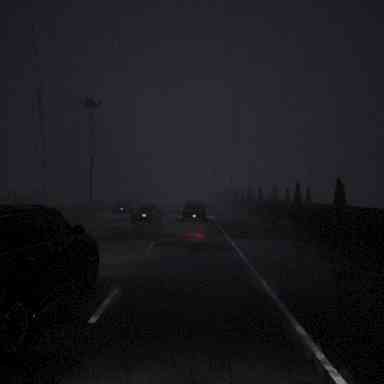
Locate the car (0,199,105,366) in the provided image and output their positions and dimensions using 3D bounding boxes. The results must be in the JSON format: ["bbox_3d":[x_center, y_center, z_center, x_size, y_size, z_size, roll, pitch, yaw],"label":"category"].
[{"bbox_3d":[-3.380,1.222,5.922,2.150,2.045,5.566,0,0,0],"label":"car"}]

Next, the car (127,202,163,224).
[{"bbox_3d":[-3.328,1.590,25.163,1.994,1.385,4.181,0,0,0],"label":"car"}]

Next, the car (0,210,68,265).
[{"bbox_3d":[-6.864,1.552,12.948,2.033,1.411,5.357,0,0,0],"label":"car"}]

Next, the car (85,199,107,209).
[{"bbox_3d":[-13.878,1.690,48.395,1.895,1.301,4.718,0,0,1],"label":"car"}]

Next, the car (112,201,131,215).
[{"bbox_3d":[-6.801,1.610,34.192,1.994,1.385,4.181,0,0,0],"label":"car"}]

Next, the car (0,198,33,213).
[{"bbox_3d":[-20.943,1.547,39.075,2.128,1.511,4.902,0,0,1],"label":"car"}]

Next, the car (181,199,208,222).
[{"bbox_3d":[0.176,1.533,26.562,1.837,1.490,4.892,0,-1,0],"label":"car"}]

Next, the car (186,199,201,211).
[{"bbox_3d":[0.224,1.601,42.254,1.812,1.442,4.674,0,0,0],"label":"car"}]
